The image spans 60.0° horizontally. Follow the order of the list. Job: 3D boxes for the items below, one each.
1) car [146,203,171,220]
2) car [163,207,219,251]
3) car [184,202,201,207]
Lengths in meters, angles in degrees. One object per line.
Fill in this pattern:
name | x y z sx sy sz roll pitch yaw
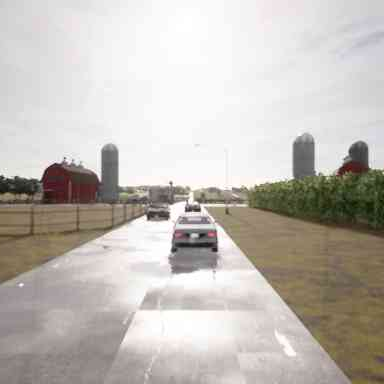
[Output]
car | -2.851 1.685 29.122 1.895 1.301 4.718 0 0 0
car | 0.097 1.567 14.059 2.033 1.411 5.357 0 0 0
car | 0.096 1.741 38.237 1.895 1.301 4.718 0 0 0
